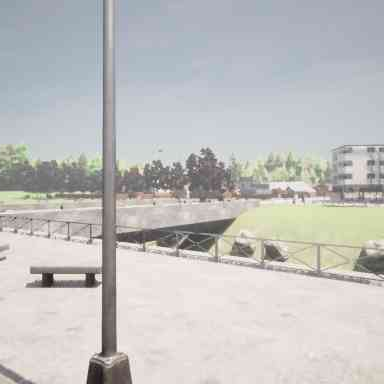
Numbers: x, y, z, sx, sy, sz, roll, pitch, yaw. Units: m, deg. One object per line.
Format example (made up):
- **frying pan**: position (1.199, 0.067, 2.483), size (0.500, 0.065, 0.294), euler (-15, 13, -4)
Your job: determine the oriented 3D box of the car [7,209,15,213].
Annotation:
- **car**: position (-16.403, 1.601, 25.753), size (1.895, 1.301, 4.718), euler (0, 0, 36)
